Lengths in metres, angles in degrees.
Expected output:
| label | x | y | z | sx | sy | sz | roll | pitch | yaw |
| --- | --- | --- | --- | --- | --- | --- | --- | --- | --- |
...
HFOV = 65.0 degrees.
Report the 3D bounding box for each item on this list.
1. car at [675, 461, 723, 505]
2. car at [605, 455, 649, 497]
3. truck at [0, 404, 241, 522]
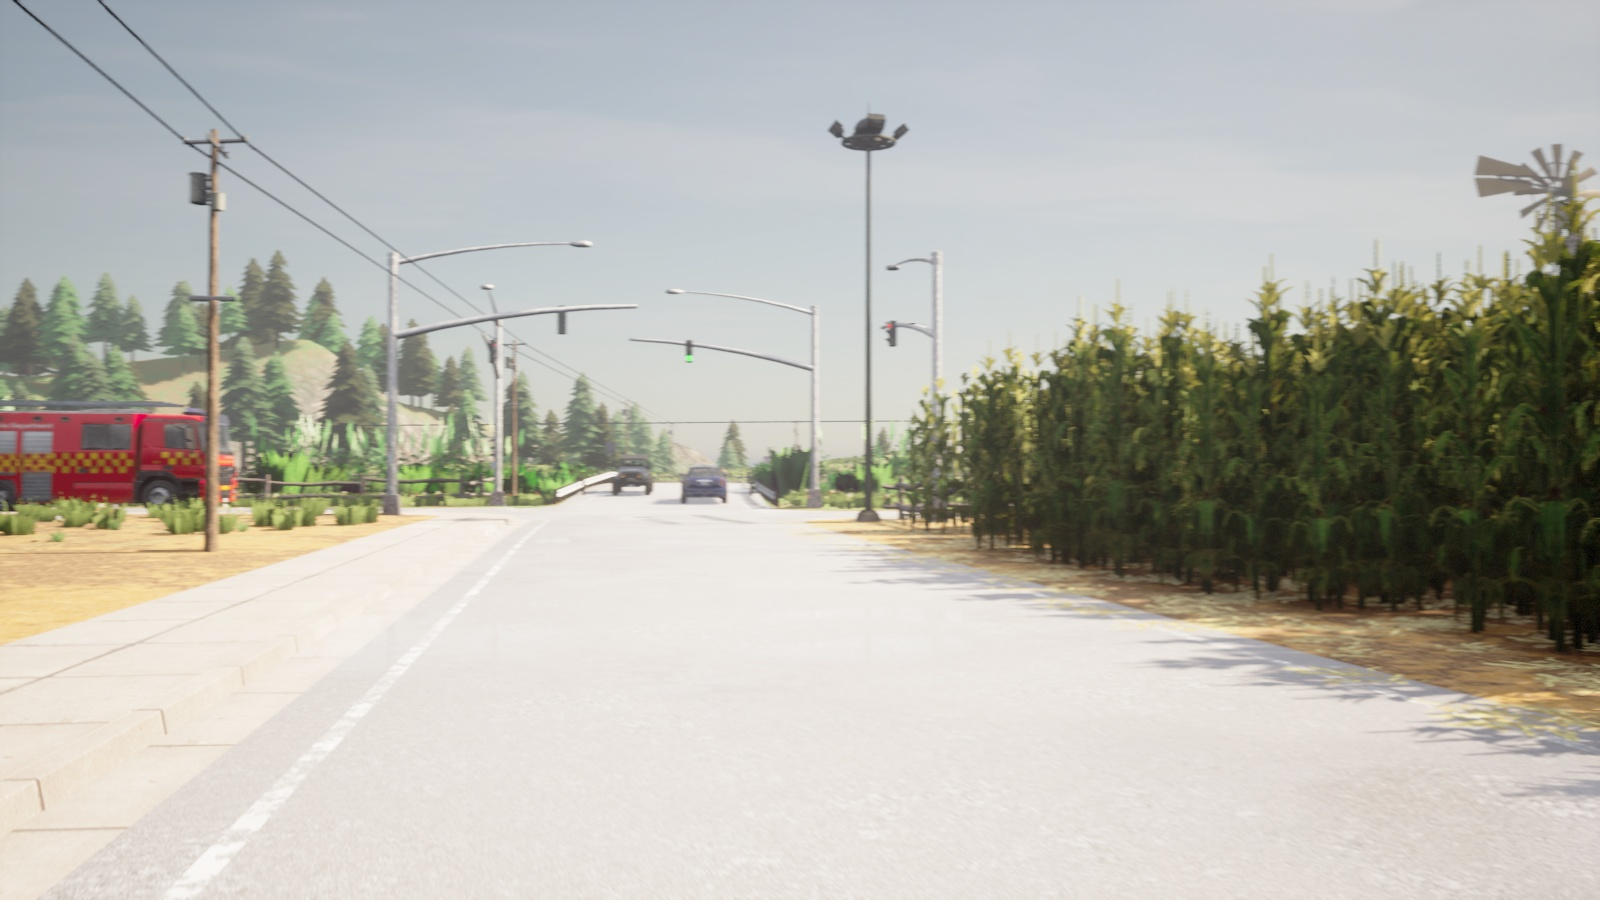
| label | x | y | z | sx | sy | sz | roll | pitch | yaw |
| --- | --- | --- | --- | --- | --- | --- | --- | --- | --- |
| car | -4.635 | 1.478 | 57.342 | 2.097 | 1.767 | 4.553 | 0 | 1 | -5 |
| car | -8.525 | 1.271 | 62.225 | 1.905 | 1.878 | 3.866 | 0 | 2 | -4 |
| truck | -23.804 | 0.442 | 42.499 | 8.468 | 3.827 | 2.891 | 0 | -1 | -7 |
